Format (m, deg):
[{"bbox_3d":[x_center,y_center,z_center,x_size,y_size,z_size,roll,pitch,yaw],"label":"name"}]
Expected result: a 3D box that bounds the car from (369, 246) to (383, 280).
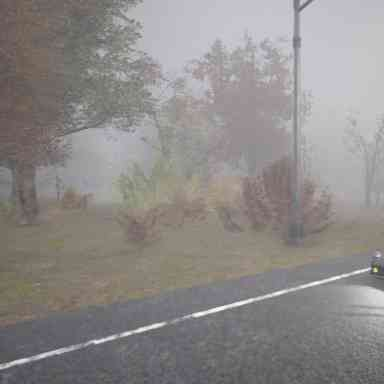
[{"bbox_3d":[6.439,1.567,8.582,4.181,1.385,1.994,0,0,-35],"label":"car"}]
